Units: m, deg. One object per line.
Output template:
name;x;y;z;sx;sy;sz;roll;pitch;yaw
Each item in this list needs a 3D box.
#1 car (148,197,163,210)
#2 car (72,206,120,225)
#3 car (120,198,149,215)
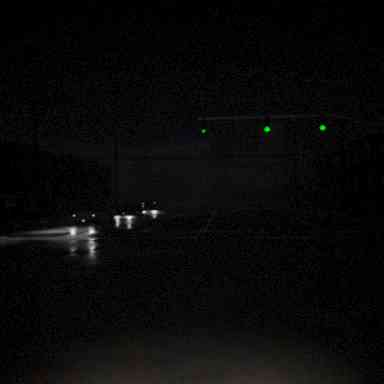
car;-5.444;1.519;45.685;2.097;1.767;4.553;-1;0;6
car;-7.571;1.761;26.089;1.895;1.301;4.718;-1;0;6
car;-6.528;1.711;35.757;2.033;1.411;5.357;-1;0;6
